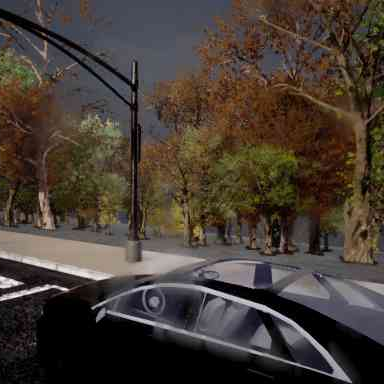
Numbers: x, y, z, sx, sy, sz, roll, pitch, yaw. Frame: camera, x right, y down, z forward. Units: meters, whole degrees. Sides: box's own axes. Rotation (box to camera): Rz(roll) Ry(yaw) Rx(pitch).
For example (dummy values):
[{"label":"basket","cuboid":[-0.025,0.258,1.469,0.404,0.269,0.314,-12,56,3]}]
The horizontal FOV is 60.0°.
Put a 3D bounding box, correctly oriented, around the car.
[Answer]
[{"label":"car","cuboid":[0.238,1.491,3.503,4.902,1.511,2.128,0,0,37]}]
